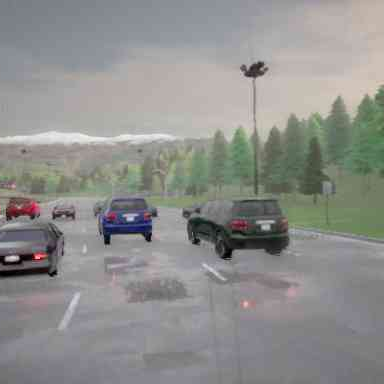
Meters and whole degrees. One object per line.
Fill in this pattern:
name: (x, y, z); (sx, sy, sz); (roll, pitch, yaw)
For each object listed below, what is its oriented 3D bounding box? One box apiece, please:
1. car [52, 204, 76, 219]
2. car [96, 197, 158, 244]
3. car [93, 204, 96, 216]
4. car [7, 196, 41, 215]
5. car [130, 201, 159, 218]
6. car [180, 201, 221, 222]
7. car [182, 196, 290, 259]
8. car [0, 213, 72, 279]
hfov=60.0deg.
car: (-11.559, 1.754, 30.301); (1.895, 1.301, 4.718); (-1, 0, -18)
car: (-3.421, 1.255, 16.561); (2.150, 2.045, 5.566); (-1, 0, -18)
car: (-9.145, 1.657, 34.163); (2.033, 1.411, 5.357); (-1, 0, -18)
car: (-15.292, 1.435, 30.421); (2.150, 2.045, 5.566); (-1, 0, -18)
car: (-4.528, 1.601, 31.266); (1.994, 1.385, 4.181); (-1, 0, -18)
car: (0.565, 1.523, 26.967); (1.994, 1.385, 4.181); (-1, 0, -18)
car: (1.490, 1.182, 12.724); (2.150, 2.045, 5.566); (-1, 0, -17)
car: (-4.967, 1.616, 10.173); (2.033, 1.411, 5.357); (-1, 0, -18)
